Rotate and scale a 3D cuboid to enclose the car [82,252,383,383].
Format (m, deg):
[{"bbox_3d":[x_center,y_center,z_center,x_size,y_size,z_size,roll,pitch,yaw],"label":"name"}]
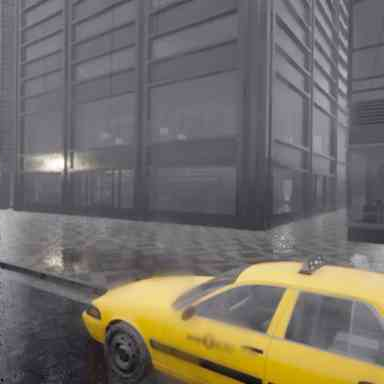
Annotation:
[{"bbox_3d":[1.004,1.444,3.636,5.366,1.575,1.801,1,0,35],"label":"car"}]
